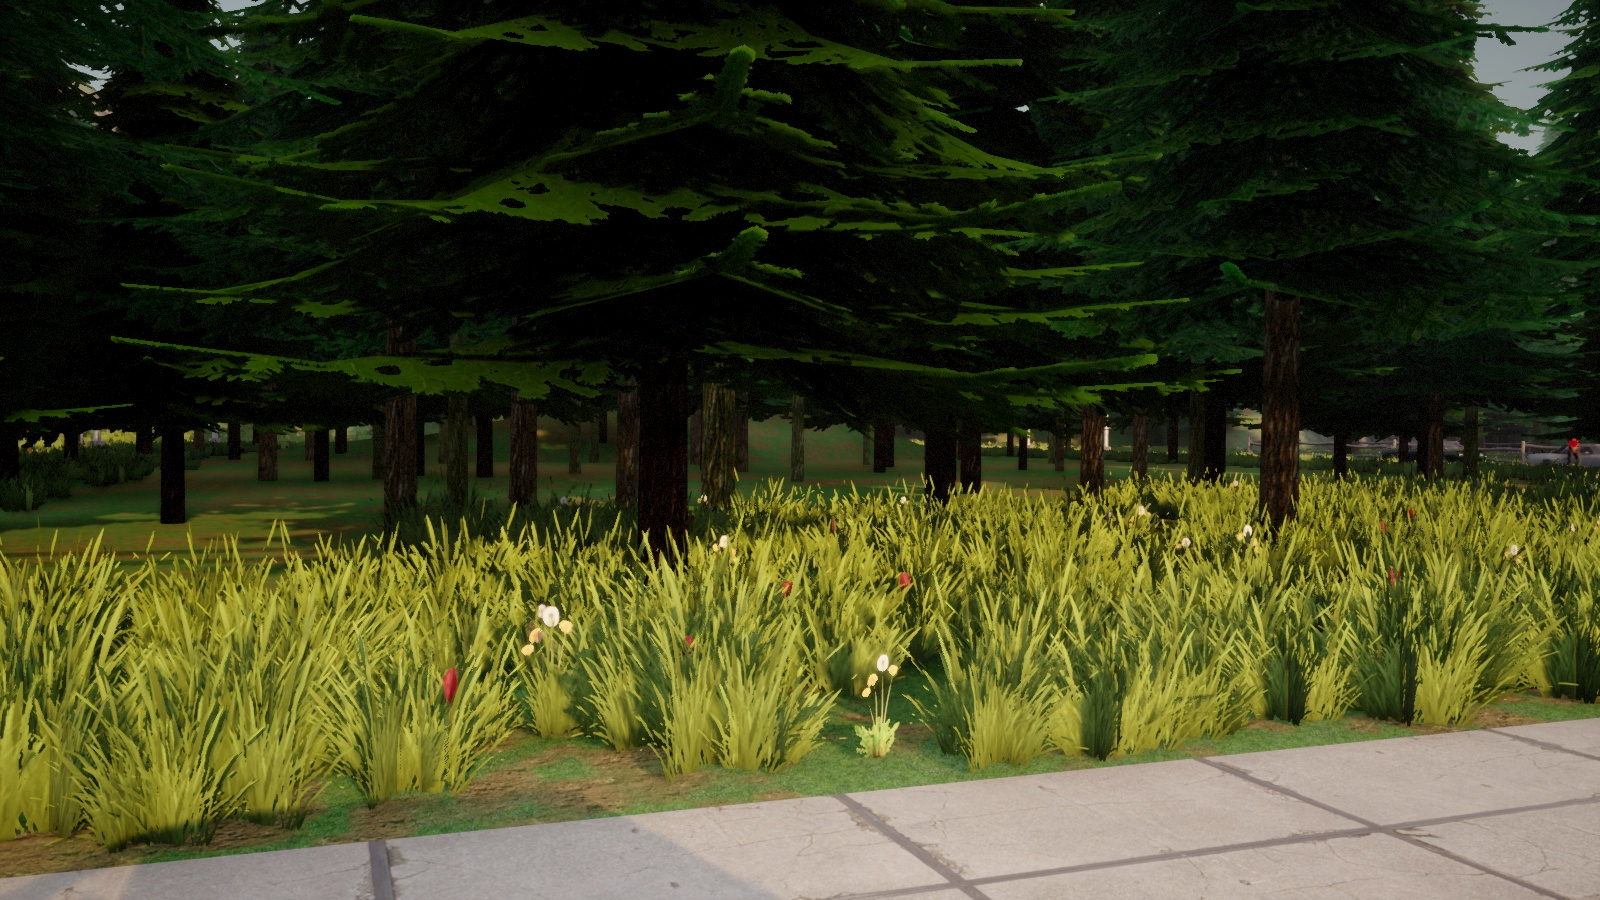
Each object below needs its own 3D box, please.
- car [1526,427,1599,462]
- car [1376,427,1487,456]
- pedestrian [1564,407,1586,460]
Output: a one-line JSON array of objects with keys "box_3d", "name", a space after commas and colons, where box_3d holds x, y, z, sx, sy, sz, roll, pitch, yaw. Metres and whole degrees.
[{"box_3d": [30.401, -0.234, 47.757, 1.895, 1.301, 4.718, -1, 1, -20], "name": "car"}, {"box_3d": [29.895, -0.421, 59.598, 1.895, 1.301, 4.718, -1, 1, -20], "name": "car"}, {"box_3d": [27.130, -0.575, 43.954, 0.331, 1.846, 0.636, -1, 1, -9], "name": "pedestrian"}]
